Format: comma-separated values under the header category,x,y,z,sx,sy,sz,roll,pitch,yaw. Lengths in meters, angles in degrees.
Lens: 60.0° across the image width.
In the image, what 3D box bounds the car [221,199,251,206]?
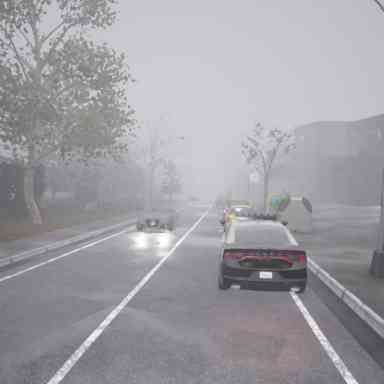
category,x,y,z,sx,sy,sz,roll,pitch,yaw
car,2.779,1.405,19.153,1.801,1.575,5.366,1,0,6

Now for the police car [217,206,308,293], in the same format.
category,x,y,z,sx,sy,sz,roll,pitch,yaw
police car,1.720,1.414,9.083,1.930,1.638,5.238,1,0,6

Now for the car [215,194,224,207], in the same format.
category,x,y,z,sx,sy,sz,roll,pitch,yaw
car,4.484,1.165,48.082,2.097,1.767,4.553,0,0,3

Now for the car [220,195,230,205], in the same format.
category,x,y,z,sx,sy,sz,roll,pitch,yaw
car,3.387,1.277,24.929,2.097,1.767,4.553,1,0,6

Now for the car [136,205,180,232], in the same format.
category,x,y,z,sx,sy,sz,roll,pitch,yaw
car,-1.865,1.467,19.489,1.994,1.385,4.181,1,0,6

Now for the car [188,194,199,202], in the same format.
category,x,y,z,sx,sy,sz,roll,pitch,yaw
car,0.328,1.217,68.429,1.882,1.535,5.008,-1,0,-6
